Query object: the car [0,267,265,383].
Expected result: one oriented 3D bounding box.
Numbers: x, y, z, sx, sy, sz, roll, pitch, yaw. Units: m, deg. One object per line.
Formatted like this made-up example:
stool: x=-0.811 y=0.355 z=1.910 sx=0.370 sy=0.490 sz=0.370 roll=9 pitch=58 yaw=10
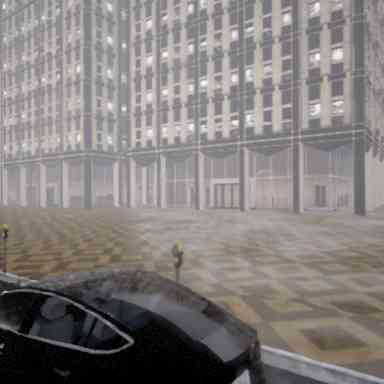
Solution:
car: x=-1.320 y=1.571 z=3.816 sx=4.313 sy=1.339 sz=1.947 roll=0 pitch=0 yaw=35
